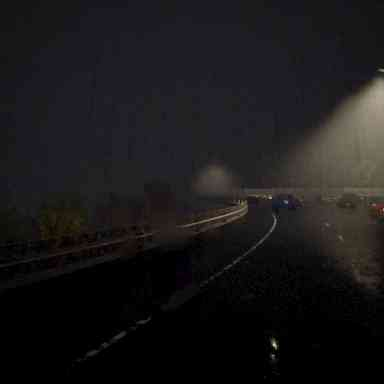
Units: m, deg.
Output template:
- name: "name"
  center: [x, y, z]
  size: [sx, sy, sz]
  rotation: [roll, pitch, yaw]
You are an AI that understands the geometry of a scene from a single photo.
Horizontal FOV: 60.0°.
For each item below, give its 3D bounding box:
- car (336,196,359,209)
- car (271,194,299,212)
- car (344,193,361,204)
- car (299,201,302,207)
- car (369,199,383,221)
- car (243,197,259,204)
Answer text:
- name: "car"
  center: [20.833, 1.562, 45.074]
  size: [1.994, 1.385, 4.181]
  rotation: [0, 0, 18]
- name: "car"
  center: [10.640, 1.222, 38.877]
  size: [2.150, 2.045, 5.566]
  rotation: [0, 0, 7]
- name: "car"
  center: [28.911, 1.219, 60.153]
  size: [2.150, 2.045, 5.566]
  rotation: [0, 0, 38]
- name: "car"
  center: [14.830, 1.562, 49.447]
  size: [1.994, 1.385, 4.181]
  rotation: [0, 0, 1]
- name: "car"
  center: [15.757, 1.350, 26.567]
  size: [2.097, 1.767, 4.553]
  rotation: [0, 0, 16]
- name: "car"
  center: [10.957, 1.546, 61.794]
  size: [2.033, 1.411, 5.357]
  rotation: [0, 0, -5]
